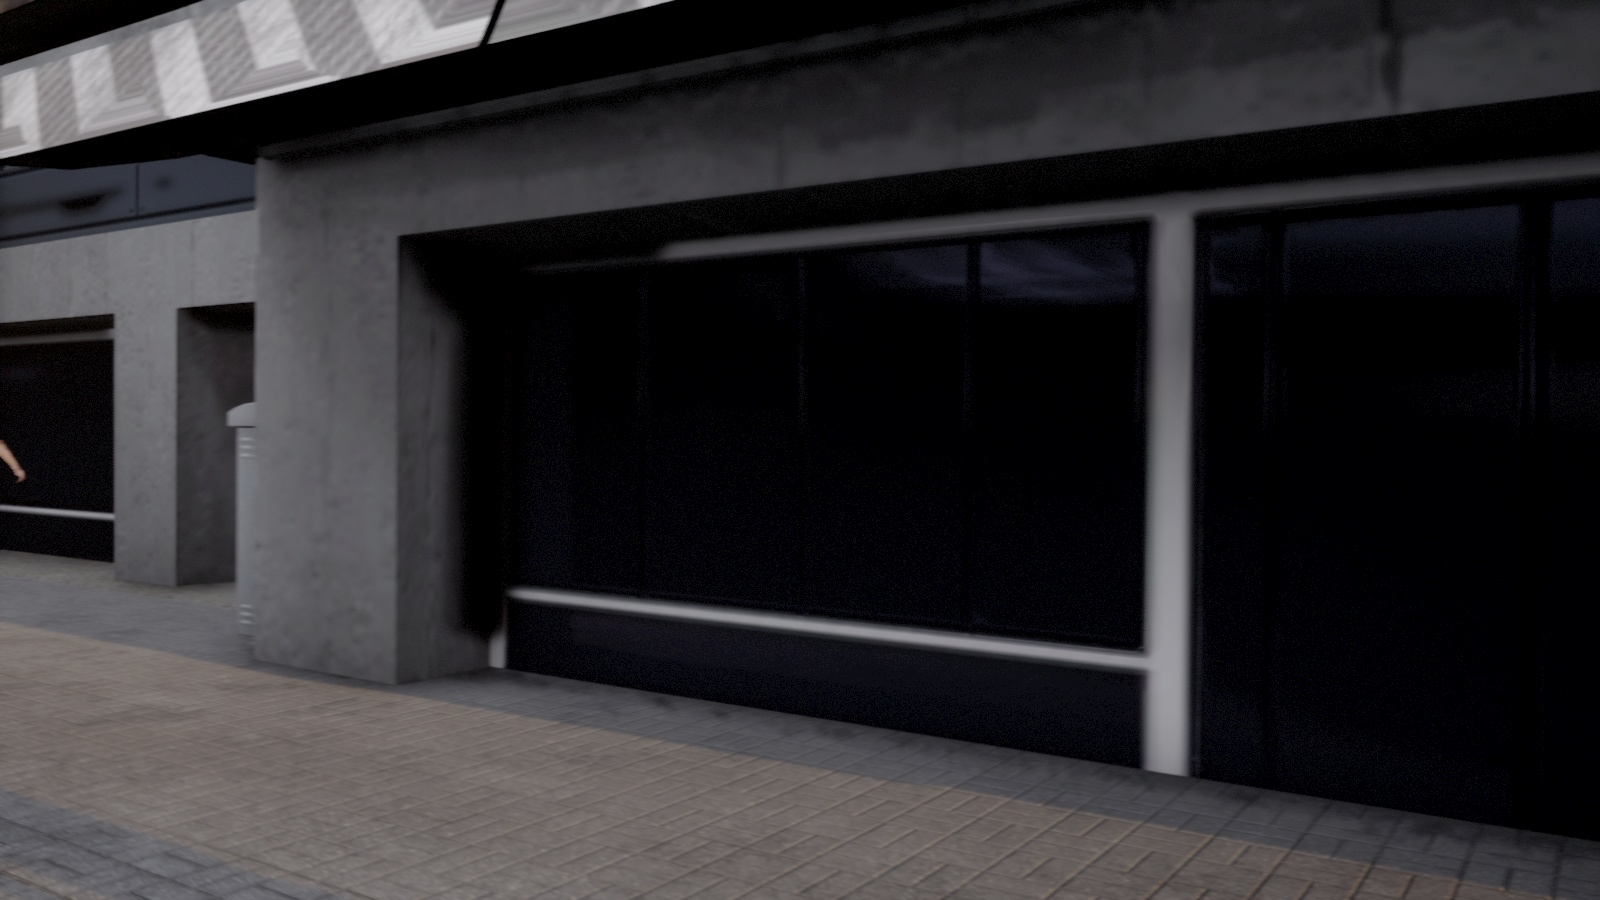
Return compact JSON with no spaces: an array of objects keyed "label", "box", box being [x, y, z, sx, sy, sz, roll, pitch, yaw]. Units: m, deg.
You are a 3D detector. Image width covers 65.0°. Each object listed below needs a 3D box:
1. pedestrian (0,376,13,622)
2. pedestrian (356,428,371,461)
[{"label":"pedestrian","box":[-6.295,0.369,9.464,0.594,1.836,0.345,0,1,29]},{"label":"pedestrian","box":[-24.443,-0.297,70.303,0.376,1.854,0.720,0,1,33]}]
